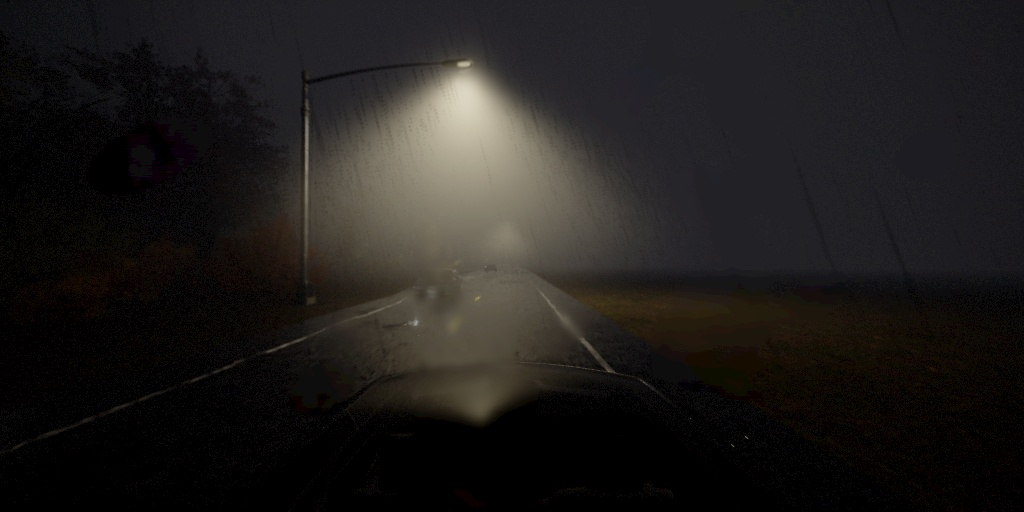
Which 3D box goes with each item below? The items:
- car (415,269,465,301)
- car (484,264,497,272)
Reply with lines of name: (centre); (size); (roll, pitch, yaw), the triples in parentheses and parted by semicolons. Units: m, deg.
car: (-3.595, 1.439, 18.551); (1.837, 1.490, 4.892); (0, -1, 0)
car: (-3.530, 1.948, 59.741); (1.994, 1.385, 4.181); (0, -1, 1)
